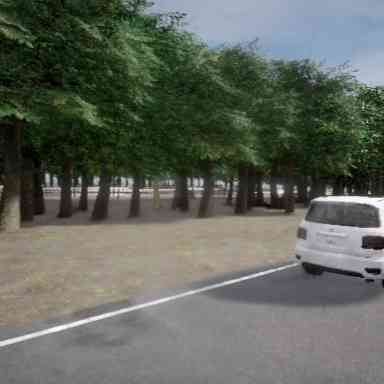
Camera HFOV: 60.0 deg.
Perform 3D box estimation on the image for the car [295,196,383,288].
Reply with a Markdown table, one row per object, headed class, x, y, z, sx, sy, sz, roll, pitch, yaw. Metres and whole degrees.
| class | x | y | z | sx | sy | sz | roll | pitch | yaw |
| --- | --- | --- | --- | --- | --- | --- | --- | --- | --- |
| car | 4.928 | 1.147 | 8.896 | 5.566 | 2.045 | 2.150 | 0 | 2 | -43 |
